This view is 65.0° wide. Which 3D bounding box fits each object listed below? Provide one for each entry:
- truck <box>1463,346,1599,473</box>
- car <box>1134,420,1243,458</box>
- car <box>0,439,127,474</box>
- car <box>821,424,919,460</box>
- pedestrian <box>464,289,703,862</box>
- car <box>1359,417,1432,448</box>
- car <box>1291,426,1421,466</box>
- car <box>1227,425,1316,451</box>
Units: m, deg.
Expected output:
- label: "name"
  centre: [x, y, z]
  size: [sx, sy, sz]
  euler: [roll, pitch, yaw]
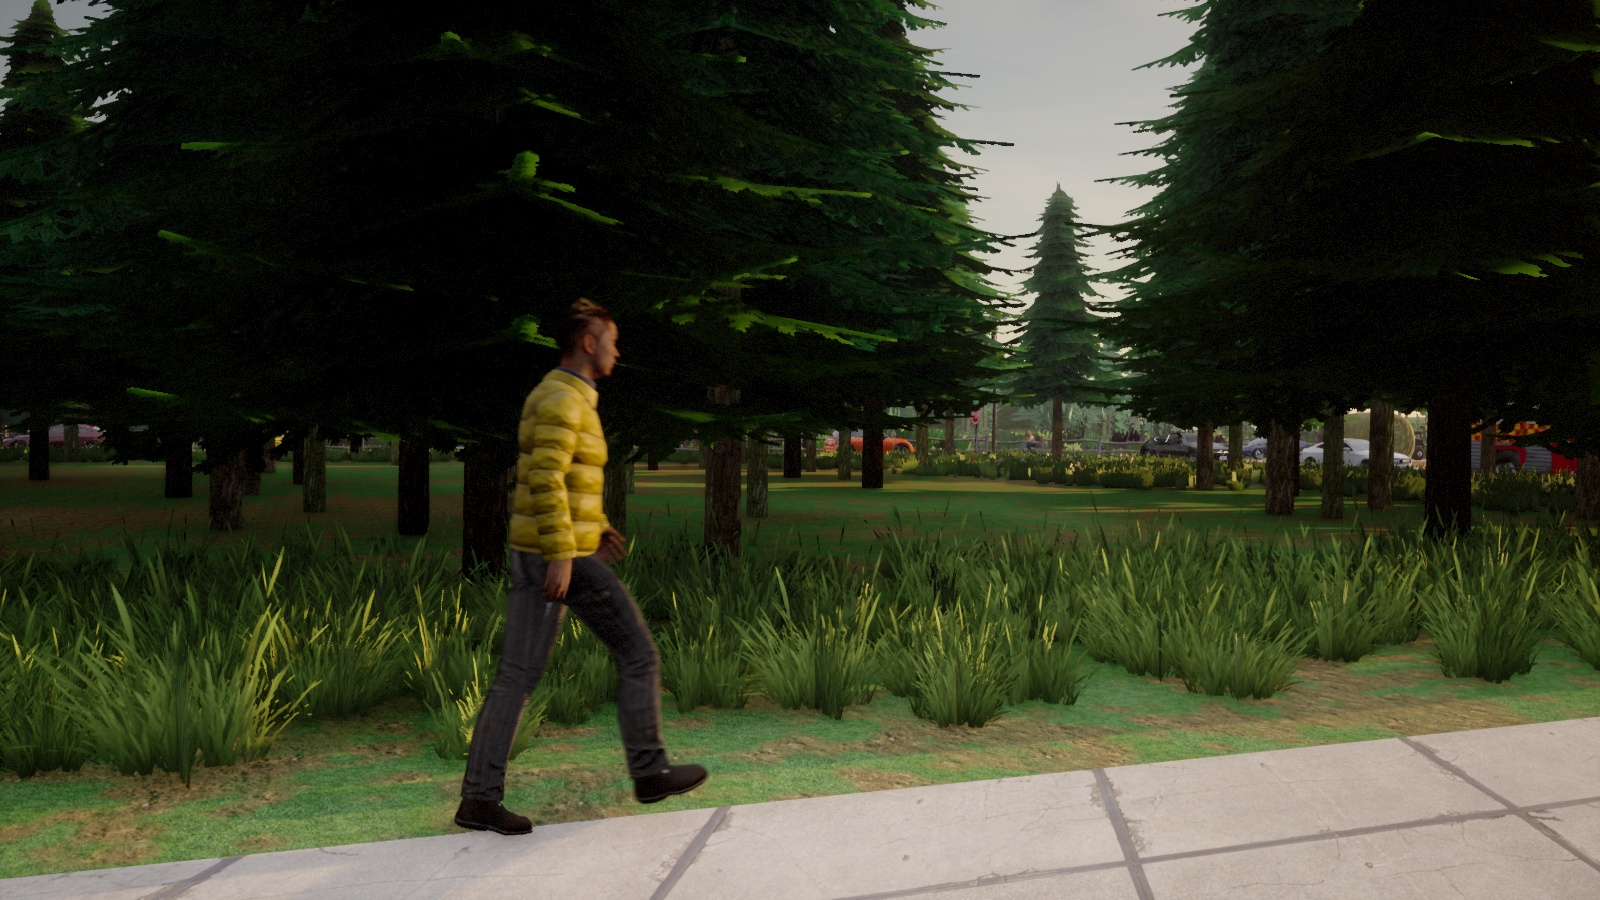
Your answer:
- label: "truck"
  centre: [25.085, -1.238, 38.626]
  size: [2.891, 3.827, 8.468]
  euler: [-1, 1, -21]
- label: "car"
  centre: [17.767, -0.528, 57.734]
  size: [2.152, 1.651, 5.027]
  euler: [-1, 1, -21]
- label: "car"
  centre: [-32.574, 0.272, 55.568]
  size: [4.674, 1.442, 1.812]
  euler: [-1, 1, -20]
- label: "car"
  centre: [3.577, -0.440, 64.520]
  size: [4.553, 1.767, 2.097]
  euler: [-1, 1, -18]
- label: "pedestrian"
  centre: [-0.757, 0.397, 4.370]
  size: [0.709, 1.840, 0.431]
  euler: [-1, 1, -24]
- label: "car"
  centre: [37.596, -1.110, 79.296]
  size: [3.866, 1.878, 1.905]
  euler: [-1, 1, -18]
- label: "car"
  centre: [21.358, -0.169, 48.465]
  size: [1.812, 1.442, 4.674]
  euler: [-1, 1, -21]
- label: "car"
  centre: [28.677, -0.763, 76.392]
  size: [4.792, 1.488, 2.163]
  euler: [-1, 1, -18]
